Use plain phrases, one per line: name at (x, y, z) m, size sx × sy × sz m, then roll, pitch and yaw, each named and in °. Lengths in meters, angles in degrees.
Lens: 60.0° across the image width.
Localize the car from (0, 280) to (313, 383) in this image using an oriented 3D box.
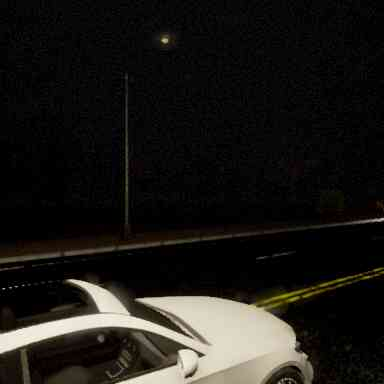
car at (-0.994, 1.524, 2.729) m, size 4.674 × 1.442 × 1.812 m, roll 0°, pitch 0°, yaw -35°
